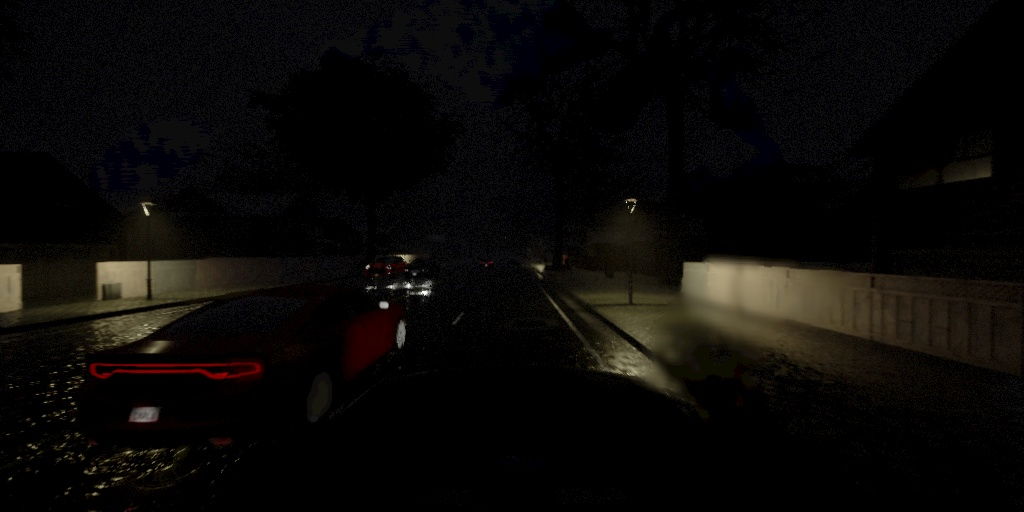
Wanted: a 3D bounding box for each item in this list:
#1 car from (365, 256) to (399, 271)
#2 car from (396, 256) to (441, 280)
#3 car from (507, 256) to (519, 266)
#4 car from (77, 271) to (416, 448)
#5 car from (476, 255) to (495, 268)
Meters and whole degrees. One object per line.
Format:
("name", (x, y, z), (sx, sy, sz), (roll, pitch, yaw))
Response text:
("car", (-9.840, 0.784, 28.298), (2.097, 1.767, 4.553), (0, 1, 0))
("car", (-6.592, 0.943, 26.713), (2.128, 1.511, 4.902), (0, 1, 0))
("car", (0.108, 0.692, 53.576), (2.033, 1.411, 5.357), (0, 1, 0))
("car", (-3.150, 1.181, 5.550), (1.882, 1.535, 5.008), (0, 1, 0))
("car", (-3.146, 0.827, 46.341), (1.895, 1.301, 4.718), (0, 1, 0))
